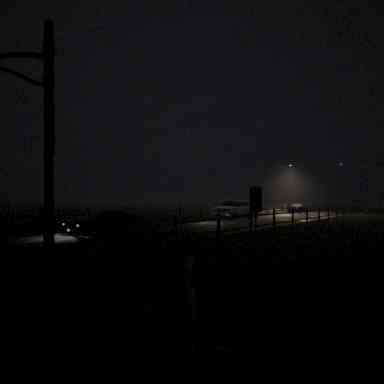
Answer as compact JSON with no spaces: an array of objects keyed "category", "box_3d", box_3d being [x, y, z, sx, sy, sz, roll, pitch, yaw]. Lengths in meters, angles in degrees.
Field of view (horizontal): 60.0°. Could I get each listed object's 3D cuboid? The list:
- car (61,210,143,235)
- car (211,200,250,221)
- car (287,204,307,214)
[{"category":"car","box_3d":[-5.501,1.852,21.186,2.033,1.411,5.357,0,-1,36]},{"category":"car","box_3d":[4.137,1.840,34.377,2.150,2.045,5.566,0,-1,36]},{"category":"car","box_3d":[15.904,2.502,50.358,2.128,1.511,4.902,0,-1,37]}]
